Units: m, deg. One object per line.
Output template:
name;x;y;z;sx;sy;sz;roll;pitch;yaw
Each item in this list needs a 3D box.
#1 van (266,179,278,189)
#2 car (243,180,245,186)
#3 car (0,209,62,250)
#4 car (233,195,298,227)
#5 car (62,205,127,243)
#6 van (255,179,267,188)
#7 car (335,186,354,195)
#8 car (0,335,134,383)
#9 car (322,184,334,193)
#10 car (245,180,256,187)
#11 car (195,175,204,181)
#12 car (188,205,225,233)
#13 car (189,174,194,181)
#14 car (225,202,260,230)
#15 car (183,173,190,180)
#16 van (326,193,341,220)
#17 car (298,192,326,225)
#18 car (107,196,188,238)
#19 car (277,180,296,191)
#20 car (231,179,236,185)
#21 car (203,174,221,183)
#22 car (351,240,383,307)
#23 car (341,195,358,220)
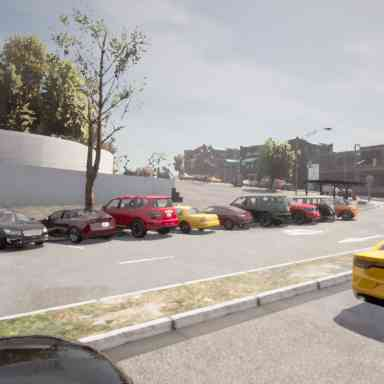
van;17.736;-1.490;68.899;1.878;1.987;4.442;7;4;35
car;12.605;-2.042;76.424;2.002;1.452;4.674;7;4;35
car;-8.196;1.494;14.367;4.892;1.521;2.231;-1;-1;35
car;4.027;1.263;23.066;5.566;2.045;2.435;-1;-1;35
car;-5.775;1.525;16.113;4.792;1.488;2.163;-1;-1;35
van;16.008;-1.763;71.371;1.878;1.987;4.442;7;4;35
car;26.392;0.137;56.675;2.002;1.452;4.674;7;3;35
car;-2.504;1.492;1.347;4.902;1.511;2.128;0;0;-36
car;24.702;-0.425;59.148;2.435;2.045;5.566;7;3;35
car;14.435;-1.811;74.103;1.946;1.575;5.366;7;3;35
car;3.911;-3.697;88.660;2.435;2.045;5.566;7;3;34
car;-1.009;1.503;19.683;5.366;1.575;1.946;-1;-1;35
car;2.118;-3.849;91.126;2.185;1.767;4.553;6;3;34
car;1.598;1.549;21.310;4.674;1.452;2.002;-1;-1;35
car;0.389;-4.084;93.597;2.185;1.767;4.553;4;1;33
van;9.080;1.297;26.439;4.442;1.987;1.878;-1;-1;35
car;6.541;1.268;24.770;5.566;2.045;2.435;-1;-1;35
car;-3.329;1.248;17.857;5.566;2.045;2.435;-1;-1;35
car;19.495;-0.991;66.536;2.231;1.521;4.892;7;3;35
car;10.863;-2.316;78.887;2.002;1.452;4.674;7;3;35
car;5.761;-3.175;86.399;1.946;1.575;5.366;7;3;34
car;5.333;1.487;6.927;5.008;1.535;1.882;0;0;-35
car;11.490;1.404;28.188;4.553;1.767;2.185;-1;-1;35
